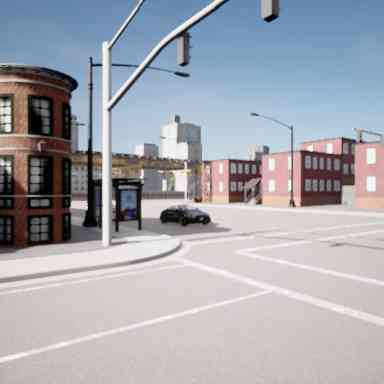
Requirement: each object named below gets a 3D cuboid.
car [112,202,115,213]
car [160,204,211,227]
[{"bbox_3d":[-9.657,1.517,35.976,1.812,1.442,4.674,0,0,-35],"label":"car"},{"bbox_3d":[-0.533,1.555,23.064,1.994,1.385,4.181,0,0,-35],"label":"car"}]
